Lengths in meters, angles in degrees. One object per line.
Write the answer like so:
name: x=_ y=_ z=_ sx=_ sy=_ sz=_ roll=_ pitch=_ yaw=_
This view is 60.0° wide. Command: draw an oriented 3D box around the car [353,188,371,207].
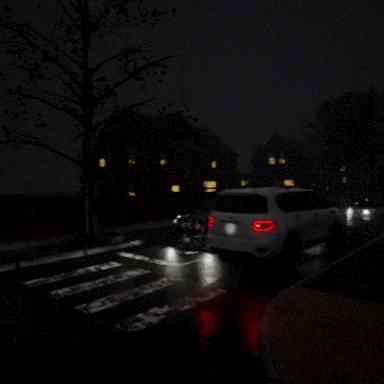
car: x=14.431 y=0.374 z=27.513 sx=2.033 sy=1.411 sz=5.357 roll=1 pitch=3 yaw=42

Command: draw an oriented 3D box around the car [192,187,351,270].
car: x=2.739 y=0.858 z=10.163 sx=2.150 sy=2.045 sz=5.566 roll=1 pitch=3 yaw=42

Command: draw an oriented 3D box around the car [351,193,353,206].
car: x=7.641 y=0.757 z=20.002 sx=2.033 sy=1.411 sz=5.357 roll=1 pitch=3 yaw=42

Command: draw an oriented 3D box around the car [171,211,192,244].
car: x=1.276 y=0.924 z=12.886 sx=2.097 sy=1.767 sz=4.553 roll=1 pitch=3 yaw=41
